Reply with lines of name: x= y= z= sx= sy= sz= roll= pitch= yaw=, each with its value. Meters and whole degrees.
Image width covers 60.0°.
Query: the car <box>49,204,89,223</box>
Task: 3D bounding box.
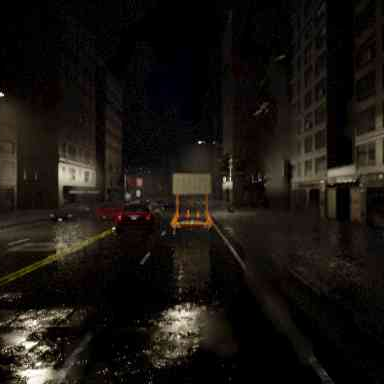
car: x=-9.845 y=1.702 z=27.506 sx=2.033 sy=1.411 sz=5.357 roll=0 pitch=0 yaw=0

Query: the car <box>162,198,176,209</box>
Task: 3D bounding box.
car: x=-3.146 y=1.844 z=49.792 sx=1.994 sy=1.385 sz=4.181 roll=0 pitch=0 yaw=0

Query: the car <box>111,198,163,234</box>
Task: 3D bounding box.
car: x=-3.147 y=1.466 z=20.167 sx=2.097 sy=1.767 sz=4.553 roll=0 pitch=0 yaw=0

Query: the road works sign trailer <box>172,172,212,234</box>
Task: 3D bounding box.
road works sign trailer: x=0.002 y=0.578 z=20.083 sx=2.380 sy=3.560 sz=2.880 roll=0 pitch=0 yaw=0

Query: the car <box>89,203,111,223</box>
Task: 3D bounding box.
car: x=-6.593 y=1.632 z=27.500 sx=1.882 sy=1.535 sz=5.008 roll=0 pitch=0 yaw=0
